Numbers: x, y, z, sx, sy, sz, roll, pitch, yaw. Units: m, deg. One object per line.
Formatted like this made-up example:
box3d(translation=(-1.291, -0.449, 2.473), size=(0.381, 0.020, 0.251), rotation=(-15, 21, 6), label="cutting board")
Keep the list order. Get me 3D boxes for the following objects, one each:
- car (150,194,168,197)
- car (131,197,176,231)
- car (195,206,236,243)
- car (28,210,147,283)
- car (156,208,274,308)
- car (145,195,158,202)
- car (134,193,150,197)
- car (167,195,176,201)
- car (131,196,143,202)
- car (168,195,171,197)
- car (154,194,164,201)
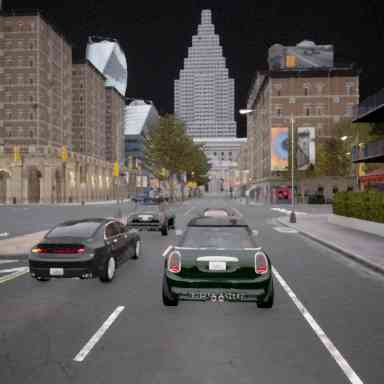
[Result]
box3d(translation=(-6.795, 1.477, 68.290), size=(1.882, 1.535, 5.008), rotation=(0, 0, 4), label="car")
box3d(translation=(-2.173, 1.352, 18.708), size=(2.097, 1.767, 4.553), rotation=(0, 0, 4), label="car")
box3d(translation=(1.242, 1.526, 17.147), size=(1.812, 1.442, 4.674), rotation=(0, 0, 5), label="car")
box3d(translation=(-2.812, 1.505, 9.732), size=(1.837, 1.490, 4.892), rotation=(0, 0, 4), label="car")
box3d(translation=(0.606, 1.352, 8.124), size=(2.097, 1.767, 4.553), rotation=(0, 0, 4), label="car")
box3d(translation=(-9.539, 1.540, 79.093), size=(2.033, 1.411, 5.357), rotation=(0, 0, 4), label="car")
box3d(translation=(-10.251, 1.225, 69.000), size=(2.150, 2.045, 5.566), rotation=(0, 0, 4), label="car")
box3d(translation=(-5.413, 1.552, 87.837), size=(1.994, 1.385, 4.181), rotation=(0, 0, 4), label="car")
box3d(translation=(-12.865, 1.594, 78.121), size=(1.895, 1.301, 4.718), rotation=(0, 0, 4), label="car")
box3d(translation=(-6.110, 1.595, 77.961), size=(1.895, 1.301, 4.718), rotation=(0, 0, 4), label="car")
box3d(translation=(-8.835, 1.355, 89.060), size=(2.097, 1.767, 4.553), rotation=(0, 0, 4), label="car")
